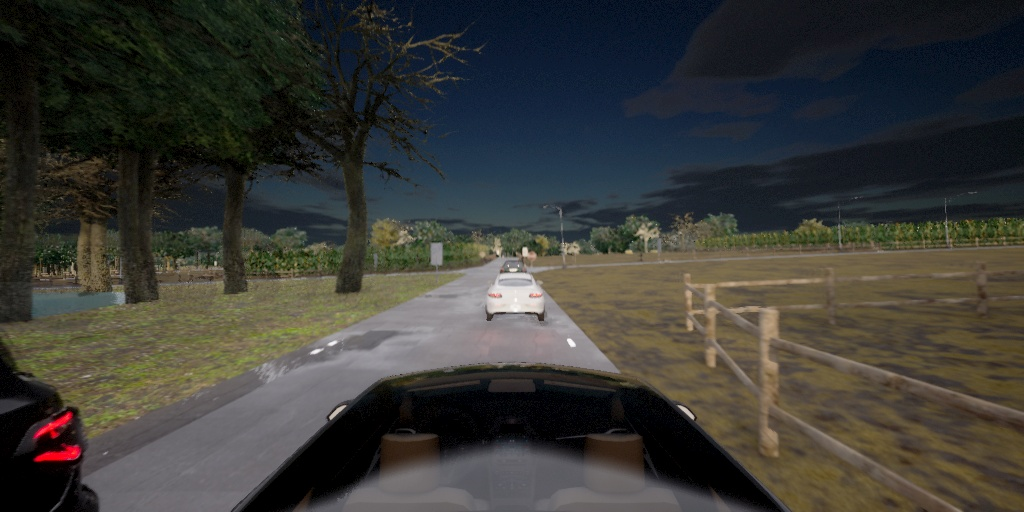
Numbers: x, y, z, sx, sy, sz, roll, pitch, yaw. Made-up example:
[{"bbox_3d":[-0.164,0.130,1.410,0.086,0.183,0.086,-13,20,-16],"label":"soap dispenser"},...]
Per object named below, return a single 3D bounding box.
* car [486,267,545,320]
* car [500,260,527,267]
[{"bbox_3d":[0.102,1.293,12.550,1.812,1.442,4.674,0,0,0],"label":"car"},{"bbox_3d":[0.101,1.094,28.147,2.097,1.767,4.553,0,0,0],"label":"car"}]
